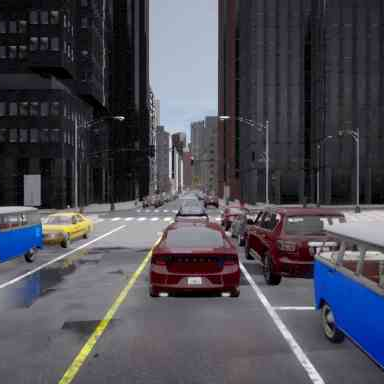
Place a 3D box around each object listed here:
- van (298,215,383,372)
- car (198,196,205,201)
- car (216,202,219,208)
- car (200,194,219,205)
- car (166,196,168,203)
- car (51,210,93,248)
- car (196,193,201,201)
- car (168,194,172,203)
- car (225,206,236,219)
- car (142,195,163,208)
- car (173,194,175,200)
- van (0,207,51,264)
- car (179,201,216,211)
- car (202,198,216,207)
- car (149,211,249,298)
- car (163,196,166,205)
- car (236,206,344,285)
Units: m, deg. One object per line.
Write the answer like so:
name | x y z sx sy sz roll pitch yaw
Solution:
van | 2.760 1.341 3.867 1.690 1.788 3.998 0 0 0
car | 2.684 1.672 92.636 1.947 1.339 4.313 0 0 0
car | 2.743 1.547 20.444 1.887 1.381 4.507 0 0 0
car | 2.720 1.335 47.485 2.192 1.841 5.009 0 0 0
car | -5.813 1.598 58.774 1.947 1.339 4.313 0 0 0
car | -5.779 1.526 14.753 1.752 1.417 4.829 0 0 0
car | 2.688 1.637 86.991 1.887 1.381 4.507 0 0 0
car | -5.823 1.618 70.061 1.947 1.339 4.313 0 0 0
car | 2.749 1.552 14.919 2.008 1.369 4.403 0 0 0
car | -5.805 1.335 47.488 2.192 1.841 5.009 0 0 0
car | -5.833 1.623 81.347 1.887 1.381 4.507 0 0 0
van | -5.776 1.341 9.399 1.690 1.788 3.998 0 0 0
car | -0.013 1.493 18.991 2.128 1.511 4.902 0 0 0
car | 2.716 1.592 53.129 1.947 1.339 4.313 0 0 0
car | 0.060 1.478 8.582 1.882 1.535 5.008 0 0 0
car | -5.810 1.341 53.131 2.192 1.841 5.009 0 0 0
car | 2.754 1.315 9.393 2.192 1.841 5.009 0 0 0
